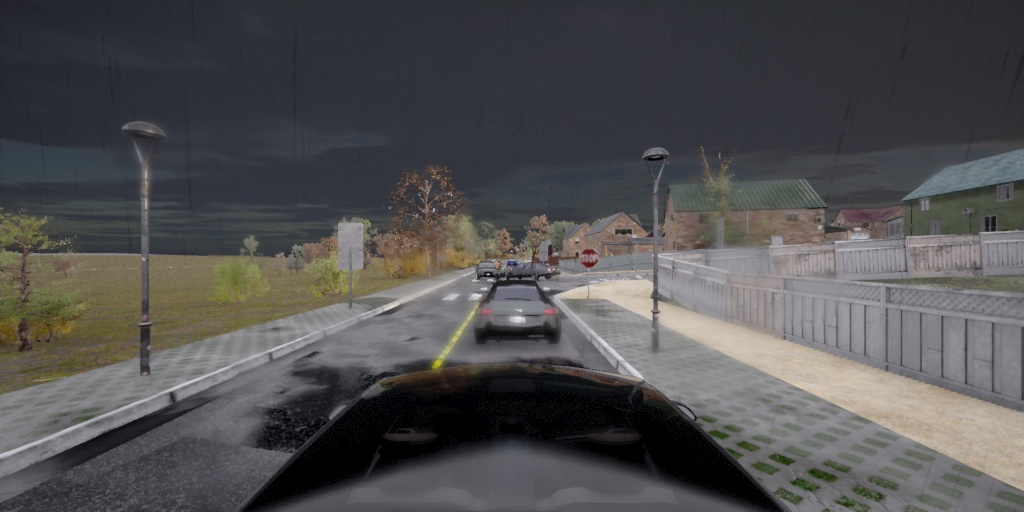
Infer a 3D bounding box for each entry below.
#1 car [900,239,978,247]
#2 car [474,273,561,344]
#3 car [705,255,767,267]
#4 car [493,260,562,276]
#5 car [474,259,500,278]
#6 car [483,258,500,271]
[{"bbox_3d":[23.889,-0.208,20.532,4.902,1.511,2.128,-3,0,14],"label":"car"},{"bbox_3d":[0.103,1.313,9.565,1.994,1.385,4.181,0,0,-1],"label":"car"},{"bbox_3d":[14.389,0.413,22.954,4.181,1.385,1.994,-3,0,16],"label":"car"},{"bbox_3d":[1.339,1.197,28.579,5.357,1.411,2.033,-4,-3,43],"label":"car"},{"bbox_3d":[-2.248,1.257,31.491,1.837,1.490,4.892,0,0,-8],"label":"car"},{"bbox_3d":[-2.843,1.120,51.309,2.097,1.767,4.553,0,0,1],"label":"car"}]
